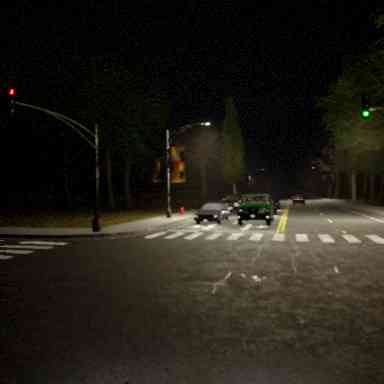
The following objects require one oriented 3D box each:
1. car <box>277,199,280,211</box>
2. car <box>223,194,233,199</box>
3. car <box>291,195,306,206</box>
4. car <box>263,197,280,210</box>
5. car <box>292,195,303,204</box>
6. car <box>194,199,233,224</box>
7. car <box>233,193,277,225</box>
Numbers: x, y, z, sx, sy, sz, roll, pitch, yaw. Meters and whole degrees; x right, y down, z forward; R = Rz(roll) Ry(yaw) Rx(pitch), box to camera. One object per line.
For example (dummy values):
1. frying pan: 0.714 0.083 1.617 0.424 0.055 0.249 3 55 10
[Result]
1. car: 7.318 1.458 32.651 1.994 1.385 4.181 -1 0 17
2. car: 4.565 1.179 34.842 2.150 2.045 5.566 -1 0 17
3. car: 16.552 1.328 51.540 2.128 1.511 4.902 -1 0 17
4. car: 10.163 1.415 42.183 1.812 1.442 4.674 -1 0 17
5. car: 19.470 1.334 61.488 1.882 1.535 5.008 -1 0 17
6. car: 1.657 1.536 25.083 2.033 1.411 5.357 -1 0 17
7. car: 4.609 1.147 23.636 2.150 2.045 5.566 -1 0 17
